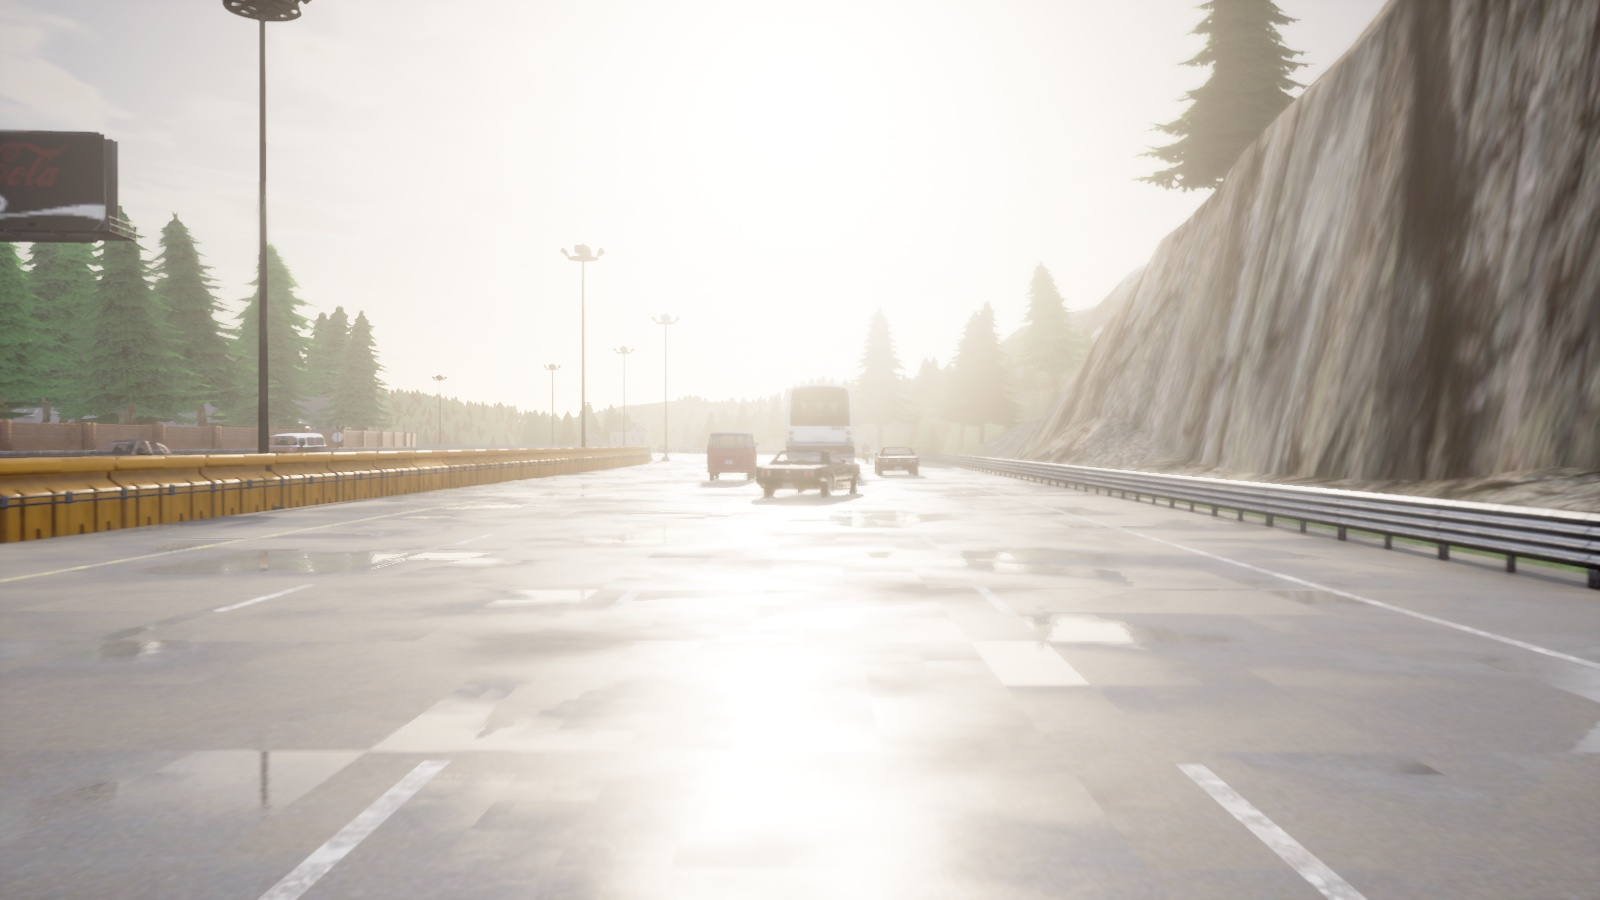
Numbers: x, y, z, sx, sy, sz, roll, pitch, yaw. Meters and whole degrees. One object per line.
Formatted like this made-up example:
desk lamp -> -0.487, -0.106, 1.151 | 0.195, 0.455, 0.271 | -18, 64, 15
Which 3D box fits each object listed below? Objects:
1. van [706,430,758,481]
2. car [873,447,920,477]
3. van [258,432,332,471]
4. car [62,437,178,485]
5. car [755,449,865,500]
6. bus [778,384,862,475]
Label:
van -> -2.707, 0.202, 50.786 | 1.775, 1.987, 4.442 | 0, 0, 1
car -> 4.432, 0.512, 58.154 | 1.895, 1.301, 4.718 | 0, 0, 1
van -> -26.899, 0.058, 67.019 | 2.069, 2.038, 4.480 | 0, 0, 1
car -> -23.833, 0.369, 44.163 | 1.851, 1.617, 3.988 | 0, 0, 1
car -> 0.374, 0.641, 35.506 | 1.895, 1.301, 4.718 | 0, 0, 16
bus -> 1.051, -1.003, 64.131 | 3.944, 4.253, 10.273 | 0, 0, 1
